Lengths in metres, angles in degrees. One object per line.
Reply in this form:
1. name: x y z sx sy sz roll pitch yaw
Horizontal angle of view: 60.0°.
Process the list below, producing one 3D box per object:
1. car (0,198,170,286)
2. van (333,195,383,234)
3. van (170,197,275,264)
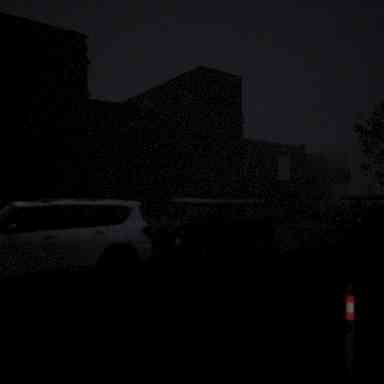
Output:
1. car: -3.618 1.177 7.992 5.566 2.045 2.435 1 0 -38
2. van: 9.437 1.167 18.379 4.442 1.987 1.878 1 0 -44
3. van: 0.810 1.185 11.258 4.442 1.987 1.878 1 0 -39
